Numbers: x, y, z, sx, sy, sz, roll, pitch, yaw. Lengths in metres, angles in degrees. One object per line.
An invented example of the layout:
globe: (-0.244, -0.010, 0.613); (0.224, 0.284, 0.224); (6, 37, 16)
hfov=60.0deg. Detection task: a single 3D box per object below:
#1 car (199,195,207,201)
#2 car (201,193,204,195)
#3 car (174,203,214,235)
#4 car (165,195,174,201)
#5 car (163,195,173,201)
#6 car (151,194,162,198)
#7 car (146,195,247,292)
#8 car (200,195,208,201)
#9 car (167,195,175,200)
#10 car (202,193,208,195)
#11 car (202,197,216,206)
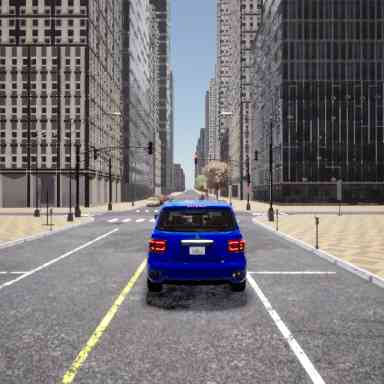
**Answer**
car: (2.716, 1.422, 84.291); (1.887, 1.381, 4.507); (0, 0, 0)
car: (2.714, 1.224, 72.941); (2.192, 1.841, 5.009); (0, 0, 0)
car: (0.101, 1.486, 19.800); (2.128, 1.511, 4.902); (0, 0, 0)
car: (-5.665, 1.428, 84.299); (2.008, 1.369, 4.403); (0, 0, 0)
car: (-5.666, 1.438, 78.623); (1.887, 1.381, 4.507); (0, 0, 0)
car: (-5.803, 1.485, 50.073); (1.752, 1.417, 4.829); (0, 0, 0)
car: (0.101, 1.221, 9.071); (2.150, 2.045, 5.566); (0, 0, 0)
car: (2.715, 1.419, 78.786); (1.752, 1.417, 4.829); (0, 0, 0)
car: (-5.663, 1.411, 89.974); (2.008, 1.369, 4.403); (0, 0, 0)
car: (2.837, 1.400, 50.241); (1.967, 1.590, 4.097); (0, 0, 0)
car: (2.807, 1.500, 55.919); (2.008, 1.369, 4.403); (0, 0, 0)
